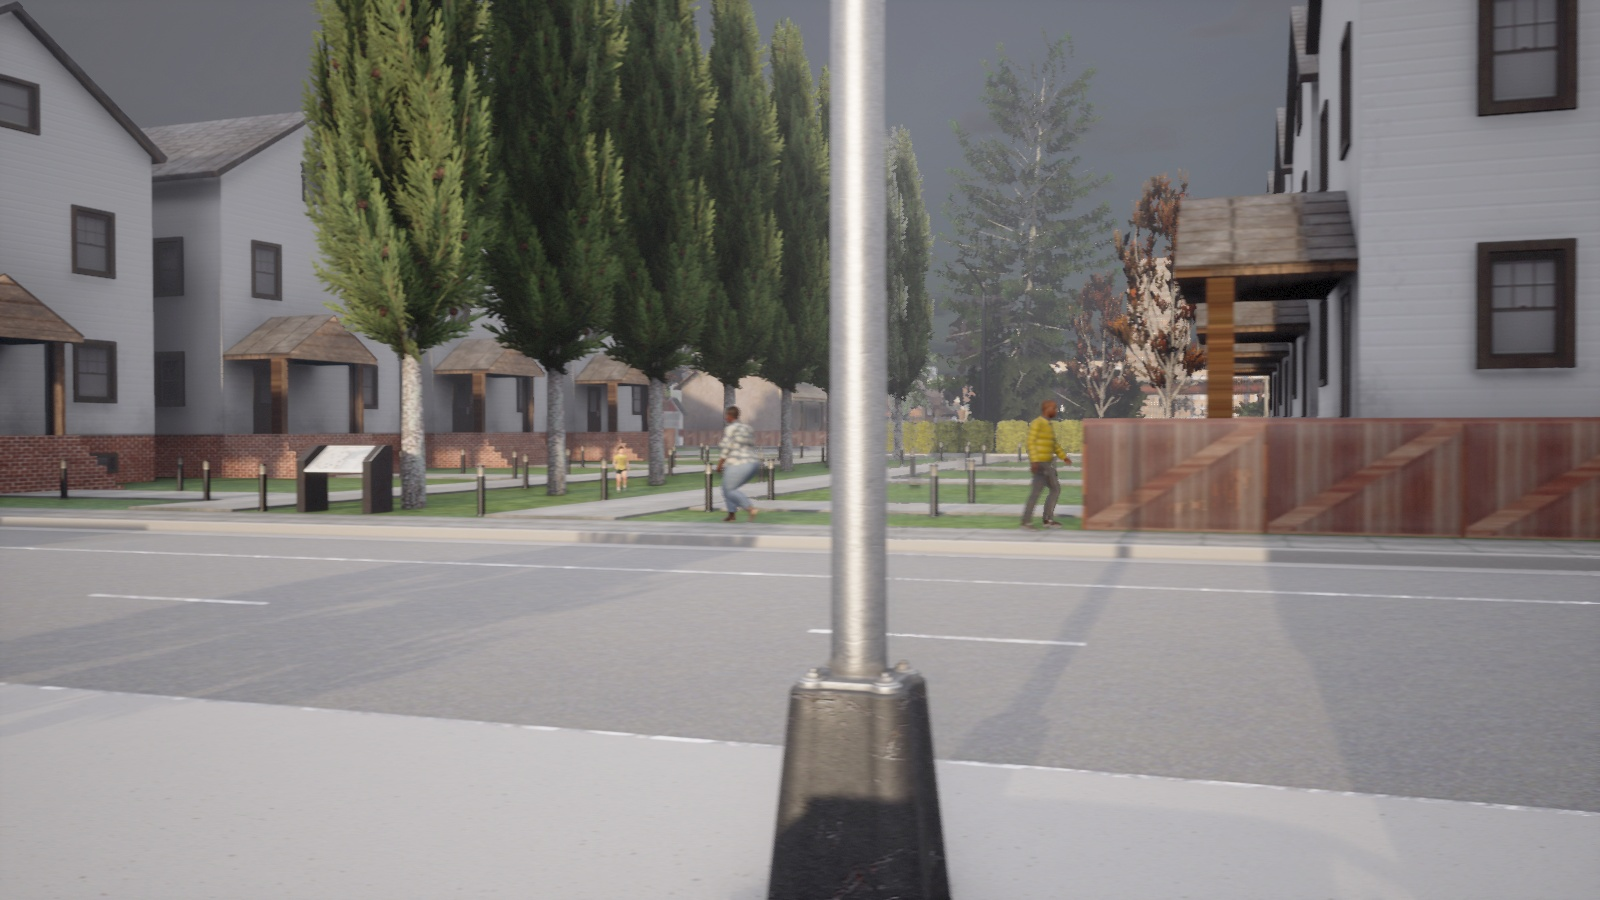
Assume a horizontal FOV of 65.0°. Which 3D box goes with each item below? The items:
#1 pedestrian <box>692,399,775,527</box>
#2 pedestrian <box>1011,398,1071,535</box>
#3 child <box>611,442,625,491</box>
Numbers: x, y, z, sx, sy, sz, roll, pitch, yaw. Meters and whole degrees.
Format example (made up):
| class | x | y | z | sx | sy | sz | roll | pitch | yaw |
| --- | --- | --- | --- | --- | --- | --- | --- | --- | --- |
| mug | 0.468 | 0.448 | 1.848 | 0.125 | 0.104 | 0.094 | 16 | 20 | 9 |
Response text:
| class | x | y | z | sx | sy | sz | roll | pitch | yaw |
| --- | --- | --- | --- | --- | --- | --- | --- | --- | --- |
| pedestrian | -0.993 | 0.176 | 18.749 | 0.900 | 1.855 | 0.874 | 1 | 1 | 29 |
| pedestrian | 3.311 | 0.218 | 17.248 | 0.726 | 1.835 | 0.370 | 1 | 1 | 27 |
| child | -4.170 | 0.384 | 28.784 | 0.255 | 1.110 | 0.394 | 0 | 1 | -17 |
